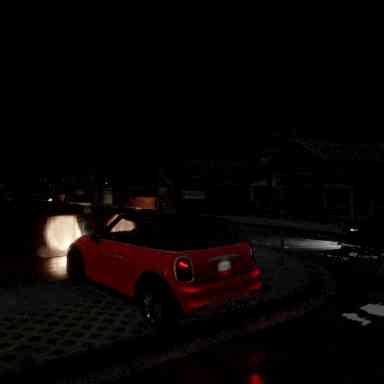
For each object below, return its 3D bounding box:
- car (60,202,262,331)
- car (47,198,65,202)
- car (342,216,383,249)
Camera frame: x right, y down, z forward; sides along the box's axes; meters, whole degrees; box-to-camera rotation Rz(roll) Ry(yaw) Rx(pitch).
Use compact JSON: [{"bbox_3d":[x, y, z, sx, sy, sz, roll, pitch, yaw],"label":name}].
[{"bbox_3d":[-0.881,1.192,6.891,2.097,1.767,4.553,0,0,-41],"label":"car"},{"bbox_3d":[-19.073,1.516,46.611,2.033,1.411,5.357,0,0,-35],"label":"car"},{"bbox_3d":[8.432,1.564,13.604,4.181,1.385,1.994,0,1,18],"label":"car"}]
